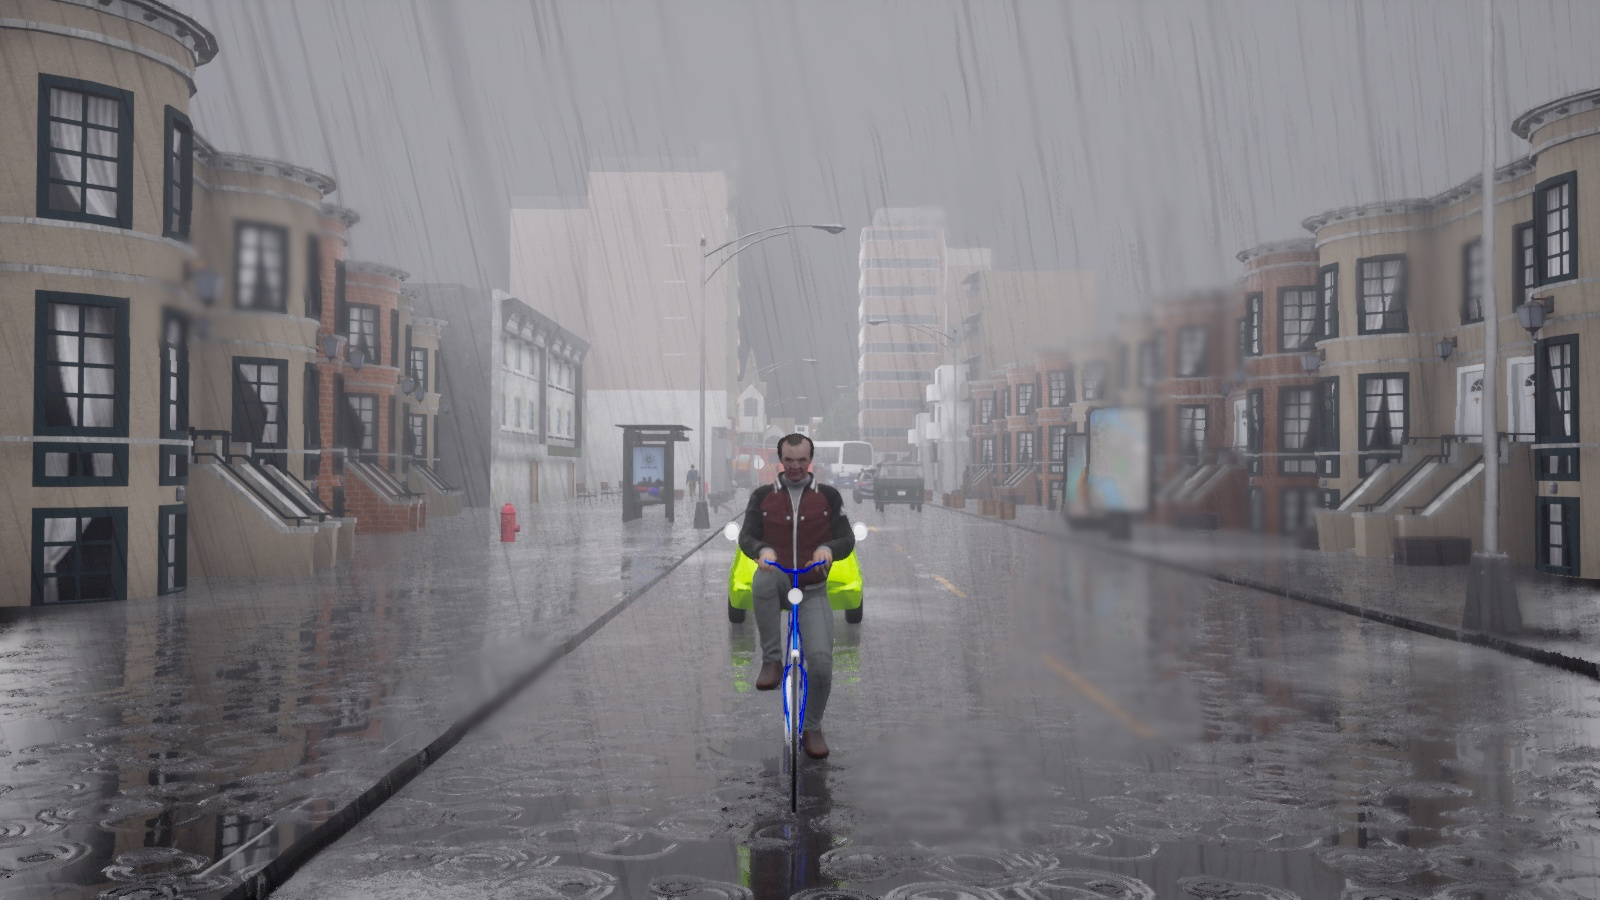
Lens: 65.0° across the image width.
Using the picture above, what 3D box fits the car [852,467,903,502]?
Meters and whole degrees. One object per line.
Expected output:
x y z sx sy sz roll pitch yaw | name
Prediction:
3.830 1.693 62.673 2.242 1.667 4.611 0 -1 0 | car

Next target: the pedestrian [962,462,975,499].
8.801 1.590 65.721 0.396 1.930 0.692 0 -1 -21 | pedestrian

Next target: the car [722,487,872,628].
-0.036 1.097 13.582 1.481 1.376 2.207 0 -1 0 | car

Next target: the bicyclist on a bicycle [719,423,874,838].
-0.018 0.791 6.328 0.659 1.776 1.843 0 -1 0 | bicyclist on a bicycle

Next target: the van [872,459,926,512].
3.867 1.386 49.811 1.775 1.987 4.442 0 -1 0 | van

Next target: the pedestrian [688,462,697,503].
-5.090 1.538 59.305 0.423 1.949 0.788 0 -1 -5 | pedestrian
